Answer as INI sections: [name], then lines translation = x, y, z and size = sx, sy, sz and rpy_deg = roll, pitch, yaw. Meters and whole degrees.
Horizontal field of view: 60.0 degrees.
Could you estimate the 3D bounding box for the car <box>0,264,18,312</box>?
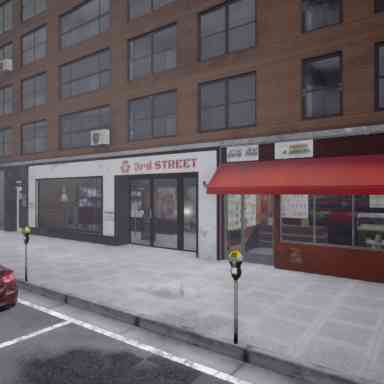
[car]
translation = -4.934, 1.582, 6.331
size = 4.206, 1.307, 1.802
rpy_deg = 0, 0, 36
